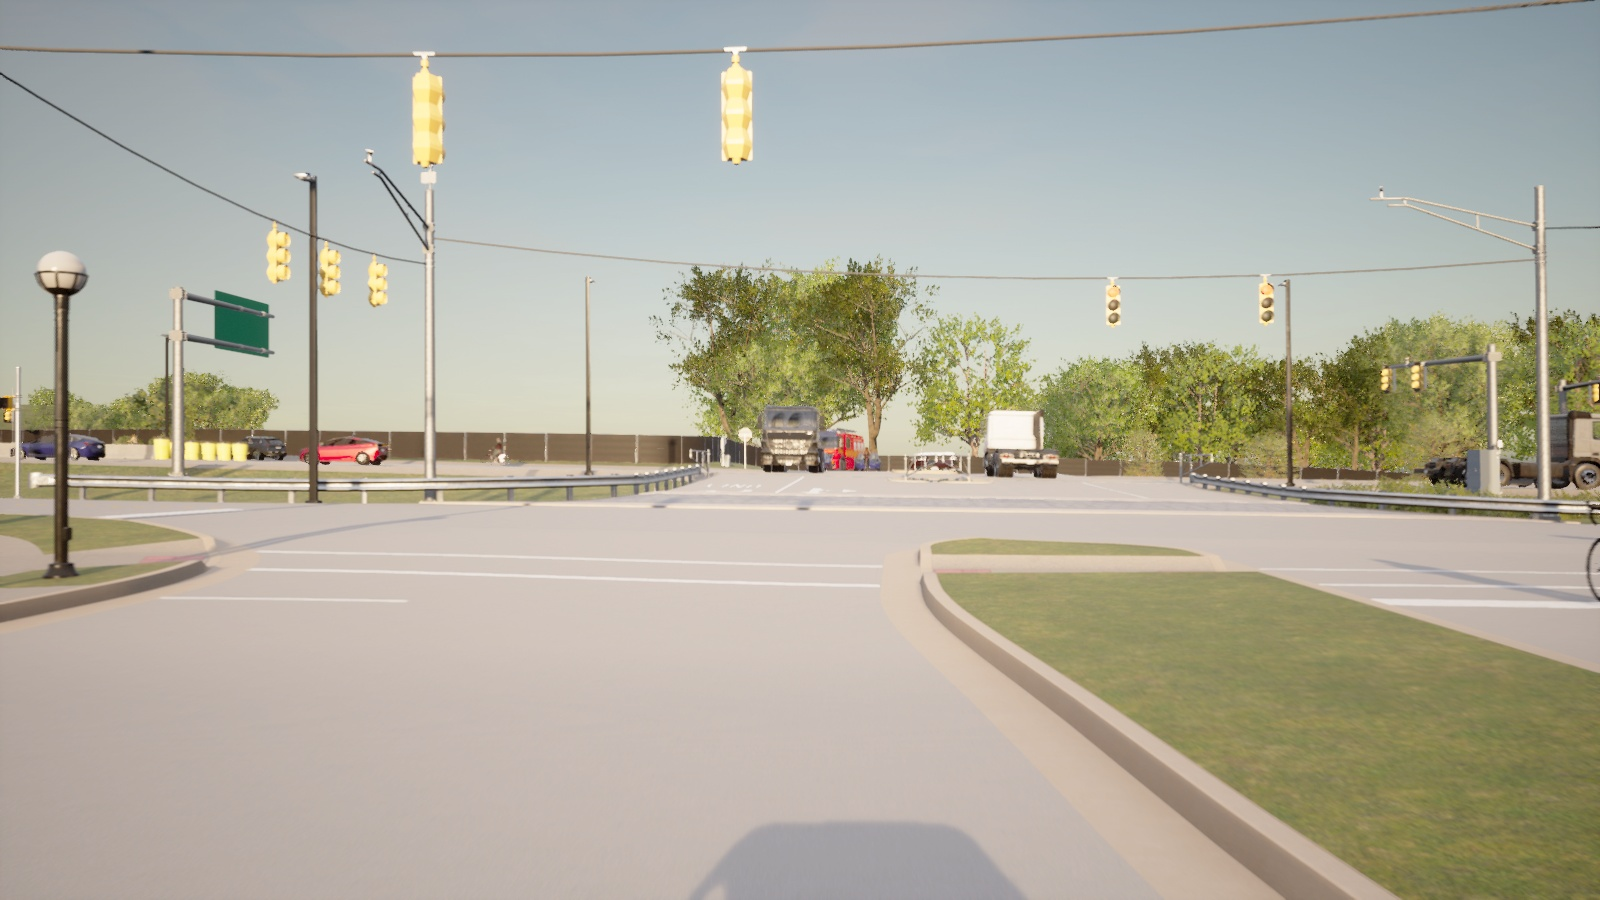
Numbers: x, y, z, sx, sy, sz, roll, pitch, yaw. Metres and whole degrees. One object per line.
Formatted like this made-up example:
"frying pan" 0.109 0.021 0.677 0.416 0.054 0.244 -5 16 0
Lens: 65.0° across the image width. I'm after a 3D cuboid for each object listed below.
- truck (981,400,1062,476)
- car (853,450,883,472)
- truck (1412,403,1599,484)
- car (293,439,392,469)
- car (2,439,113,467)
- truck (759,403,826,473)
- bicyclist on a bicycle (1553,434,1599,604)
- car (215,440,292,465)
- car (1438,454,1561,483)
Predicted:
"truck" 10.737 -0.476 61.704 2.891 3.462 7.936 1 -1 3
"car" 5.043 0.855 93.183 2.163 1.488 4.792 0 -2 4
"truck" 31.941 -0.265 55.934 7.936 3.462 2.891 1 -1 4
"car" -24.370 0.213 66.994 4.514 1.525 2.007 0 -1 4
"car" -40.239 0.164 68.135 4.792 1.488 2.163 0 -1 4
"truck" -0.292 -0.546 65.810 2.891 3.462 7.936 0 -1 4
"bicyclist on a bicycle" 7.920 0.660 11.959 0.582 1.620 1.656 0 0 4
"car" -36.408 0.163 83.635 4.856 1.649 2.033 1 0 25
"car" 33.001 0.873 59.350 4.718 1.301 1.895 1 -1 4
